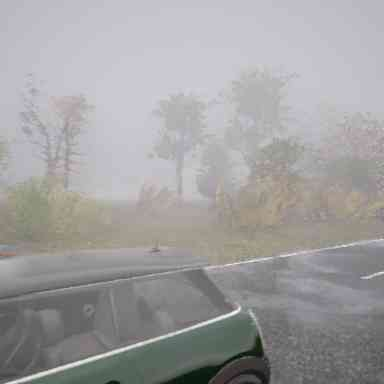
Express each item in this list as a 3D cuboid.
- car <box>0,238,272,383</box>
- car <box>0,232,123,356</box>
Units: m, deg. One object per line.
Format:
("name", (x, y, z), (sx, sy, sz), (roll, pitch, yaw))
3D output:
("car", (-1.519, 1.353, 2.603), (4.553, 1.767, 2.097), (0, 0, -36))
("car", (-3.445, 1.565, 5.221), (4.181, 1.385, 1.994), (0, 0, -36))
